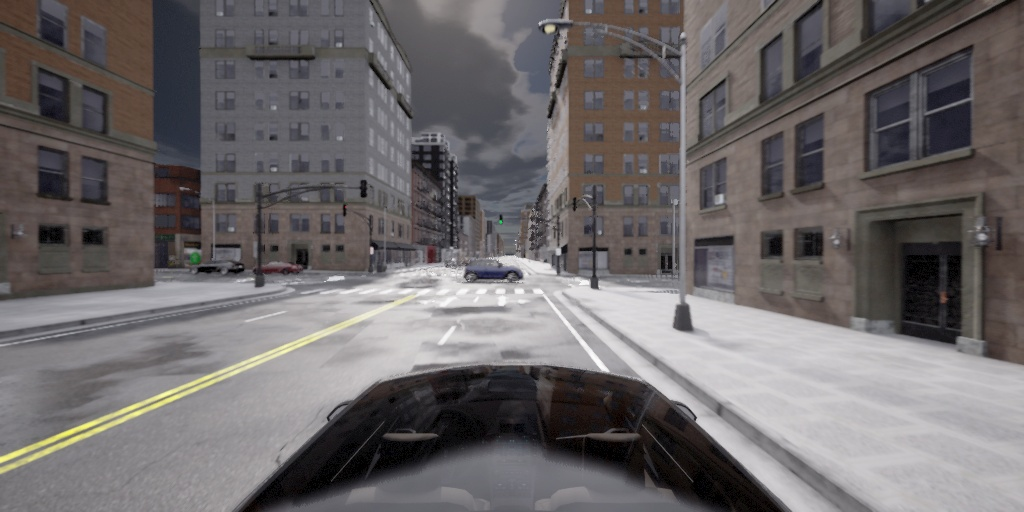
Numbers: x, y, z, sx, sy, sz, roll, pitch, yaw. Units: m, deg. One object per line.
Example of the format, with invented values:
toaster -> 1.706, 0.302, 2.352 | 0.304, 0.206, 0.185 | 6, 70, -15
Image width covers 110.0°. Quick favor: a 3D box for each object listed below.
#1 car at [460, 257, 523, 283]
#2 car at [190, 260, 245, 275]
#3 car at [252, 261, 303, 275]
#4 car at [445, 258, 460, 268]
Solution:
car -> -1.404, 1.077, 27.440 | 4.553, 1.767, 2.097 | 0, 0, 0
car -> -27.089, 1.009, 33.040 | 4.313, 1.339, 1.948 | 0, 0, 0
car -> -21.525, 1.091, 33.026 | 4.207, 1.307, 1.802 | 0, 0, 0
car -> -9.784, 1.152, 59.413 | 2.128, 1.511, 4.902 | 0, 0, 1
